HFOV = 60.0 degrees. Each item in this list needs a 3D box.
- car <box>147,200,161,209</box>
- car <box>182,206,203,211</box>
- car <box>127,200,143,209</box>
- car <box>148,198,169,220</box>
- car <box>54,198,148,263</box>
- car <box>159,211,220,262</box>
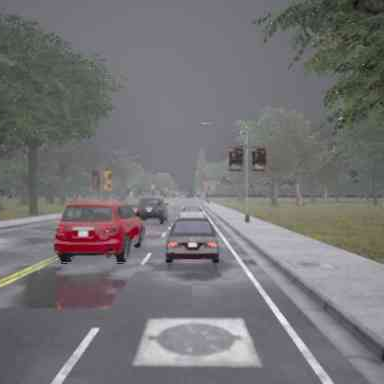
[{"bbox_3d":[-6.521,2.097,56.967,1.812,1.442,4.674,0,-1,0],"label":"car"},{"bbox_3d":[0.040,1.879,28.272,1.895,1.301,4.718,0,-1,0],"label":"car"},{"bbox_3d":[-9.768,2.076,56.940,1.837,1.490,4.892,0,-1,0],"label":"car"},{"bbox_3d":[-3.217,1.496,27.605,2.150,2.045,5.566,0,0,0],"label":"car"},{"bbox_3d":[-3.231,1.347,12.596,2.150,2.045,5.566,0,0,0],"label":"car"},{"bbox_3d":[0.020,1.669,12.552,2.033,1.411,5.357,0,-1,0],"label":"car"}]
